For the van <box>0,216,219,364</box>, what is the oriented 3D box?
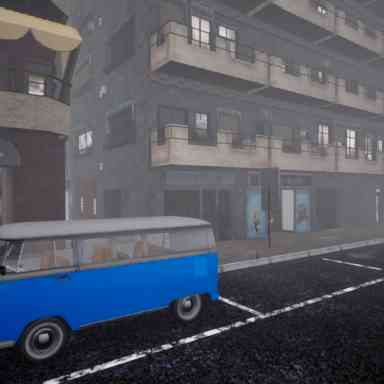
[{"bbox_3d":[-1.416,1.341,5.557,3.998,1.788,1.690,0,0,-35],"label":"van"}]
